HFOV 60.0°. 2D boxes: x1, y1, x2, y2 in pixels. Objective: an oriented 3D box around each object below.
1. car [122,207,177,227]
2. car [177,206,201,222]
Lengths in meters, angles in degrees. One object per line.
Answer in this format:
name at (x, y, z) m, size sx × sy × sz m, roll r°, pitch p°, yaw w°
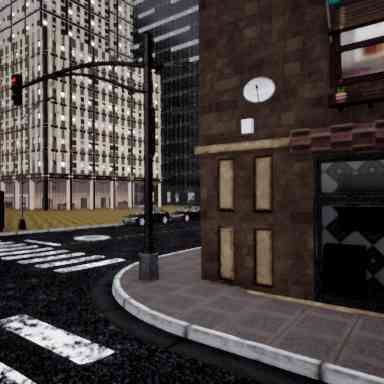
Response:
car at (-3.524, 1.891, 25.943) m, size 2.008 × 1.369 × 4.403 m, roll -2°, pitch -2°, yaw 35°
car at (-0.317, 1.972, 30.496) m, size 2.008 × 1.369 × 4.403 m, roll -2°, pitch -2°, yaw 35°
